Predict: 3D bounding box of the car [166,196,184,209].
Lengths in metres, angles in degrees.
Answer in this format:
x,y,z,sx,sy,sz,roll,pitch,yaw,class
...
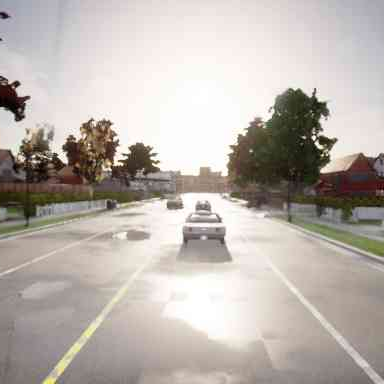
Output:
x,y,z,sx,sy,sz,roll,pitch,yaw,class
-2.227,1.327,43.984,2.097,1.767,4.553,0,0,2,car

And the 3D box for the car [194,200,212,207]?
x,y,z,sx,sy,sz,roll,pitch,yaw,class
1.219,1.552,36.934,2.033,1.411,5.357,0,0,2,car

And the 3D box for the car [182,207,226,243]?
x,y,z,sx,sy,sz,roll,pitch,yaw,class
0.568,1.603,16.052,1.895,1.301,4.718,0,0,2,car
